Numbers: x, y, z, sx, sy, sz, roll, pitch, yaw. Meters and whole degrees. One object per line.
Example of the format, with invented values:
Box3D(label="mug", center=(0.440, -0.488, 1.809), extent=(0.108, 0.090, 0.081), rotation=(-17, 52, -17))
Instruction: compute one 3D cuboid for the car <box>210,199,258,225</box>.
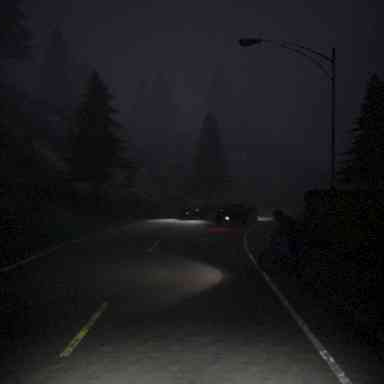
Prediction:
Box3D(label="car", center=(2.978, 1.234, 21.549), extent=(1.837, 1.490, 4.892), rotation=(0, 0, 22))

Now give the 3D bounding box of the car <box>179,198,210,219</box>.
Box3D(label="car", center=(0.793, 1.219, 25.851), extent=(1.812, 1.442, 4.674), rotation=(0, 1, 29))

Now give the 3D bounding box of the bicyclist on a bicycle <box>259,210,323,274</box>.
Box3D(label="bicyclist on a bicycle", center=(2.482, 1.255, 8.589), extent=(1.656, 1.620, 0.582), rotation=(-9, 1, 1))
